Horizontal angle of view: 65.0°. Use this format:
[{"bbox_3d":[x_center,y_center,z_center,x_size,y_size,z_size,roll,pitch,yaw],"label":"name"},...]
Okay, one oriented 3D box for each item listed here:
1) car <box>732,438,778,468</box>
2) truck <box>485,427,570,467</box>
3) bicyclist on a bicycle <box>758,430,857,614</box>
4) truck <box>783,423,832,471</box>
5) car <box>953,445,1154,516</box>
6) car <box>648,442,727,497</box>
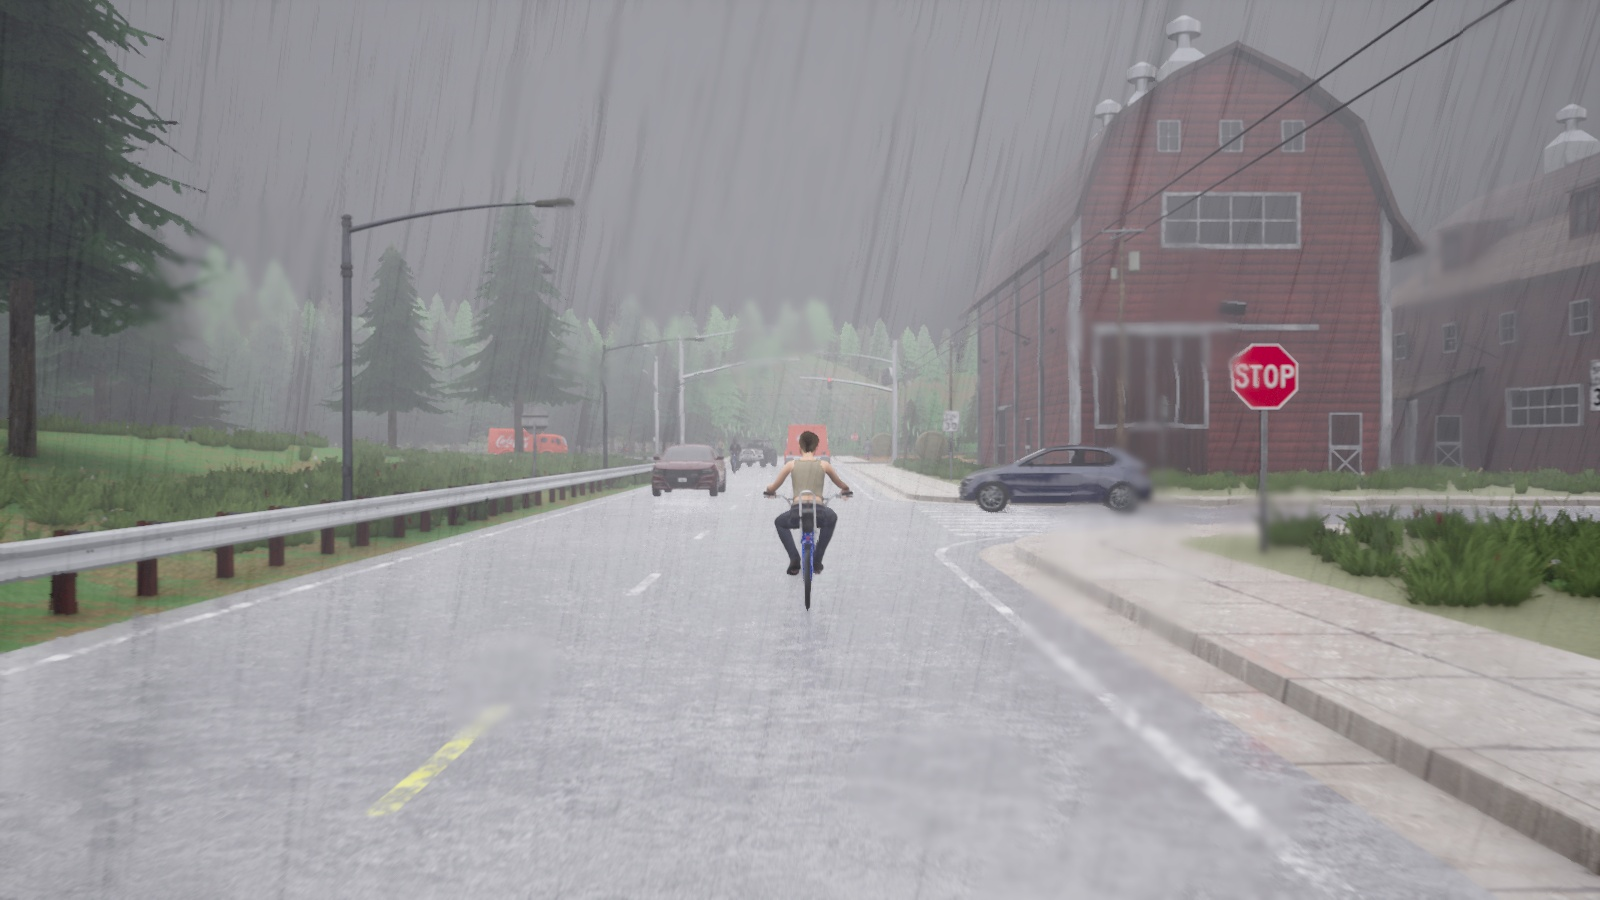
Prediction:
[{"bbox_3d":[-2.824,0.157,80.492,1.932,1.855,4.605,0,0,11],"label":"car"},{"bbox_3d":[-18.629,-0.239,86.038,5.204,2.467,2.627,3,0,-1],"label":"truck"},{"bbox_3d":[0.075,0.625,11.762,0.866,1.612,1.509,0,0,1],"label":"bicyclist on a bicycle"},{"bbox_3d":[0.422,-0.121,71.044,2.627,2.467,5.204,0,-2,0],"label":"truck"},{"bbox_3d":[5.527,0.629,27.595,4.193,1.474,1.816,0,0,11],"label":"car"},{"bbox_3d":[-3.271,0.538,37.418,1.882,1.535,5.008,0,0,0],"label":"car"}]
